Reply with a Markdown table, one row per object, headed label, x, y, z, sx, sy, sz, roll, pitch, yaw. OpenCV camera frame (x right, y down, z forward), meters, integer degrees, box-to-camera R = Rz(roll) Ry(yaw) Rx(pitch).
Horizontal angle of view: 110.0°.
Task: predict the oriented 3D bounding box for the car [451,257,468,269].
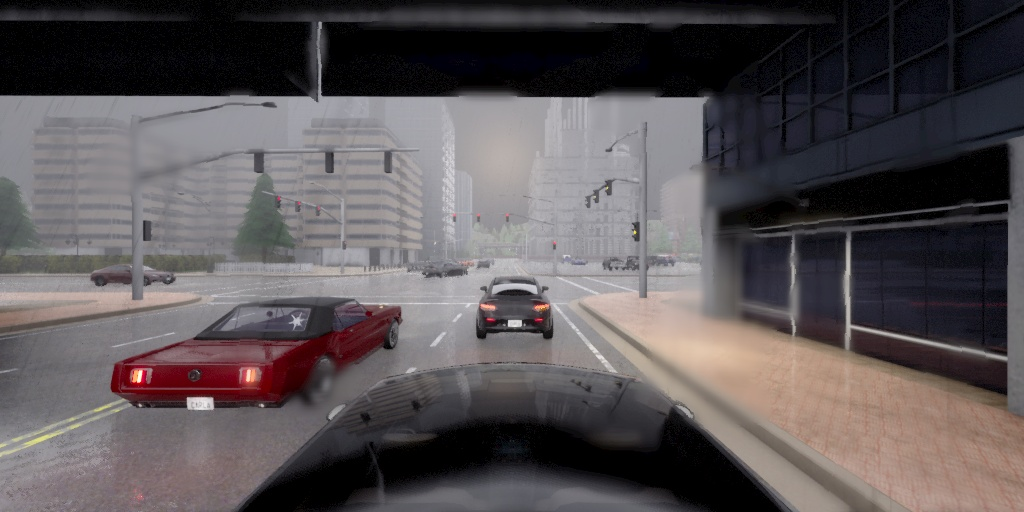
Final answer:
| label | x | y | z | sx | sy | sz | roll | pitch | yaw |
| --- | --- | --- | --- | --- | --- | --- | --- | --- | --- |
| car | -8.183 | 1.102 | 56.280 | 2.097 | 1.767 | 4.553 | 0 | 0 | 0 |

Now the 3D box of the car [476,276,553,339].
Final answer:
| label | x | y | z | sx | sy | sz | roll | pitch | yaw |
| --- | --- | --- | --- | --- | --- | --- | --- | --- | --- |
| car | 0.070 | 1.276 | 9.967 | 1.812 | 1.442 | 4.674 | 0 | 0 | 0 |

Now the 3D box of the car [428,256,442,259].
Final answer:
| label | x | y | z | sx | sy | sz | roll | pitch | yaw |
| --- | --- | --- | --- | --- | --- | --- | --- | --- | --- |
| car | -11.666 | 0.971 | 53.929 | 2.150 | 2.045 | 5.566 | 0 | 0 | -1 |

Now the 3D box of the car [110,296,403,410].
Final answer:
| label | x | y | z | sx | sy | sz | roll | pitch | yaw |
| --- | --- | --- | --- | --- | --- | --- | --- | --- | --- |
| car | -3.441 | 1.351 | 6.201 | 1.895 | 1.301 | 4.718 | 0 | 0 | 0 |

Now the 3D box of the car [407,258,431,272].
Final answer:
| label | x | y | z | sx | sy | sz | roll | pitch | yaw |
| --- | --- | --- | --- | --- | --- | --- | --- | --- | --- |
| car | -11.589 | 1.314 | 44.572 | 1.994 | 1.385 | 4.181 | 0 | 0 | 0 |

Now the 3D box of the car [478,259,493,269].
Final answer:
| label | x | y | z | sx | sy | sz | roll | pitch | yaw |
| --- | --- | --- | --- | --- | --- | --- | --- | --- | --- |
| car | -4.514 | 1.254 | 58.117 | 1.837 | 1.490 | 4.892 | 0 | 0 | 0 |

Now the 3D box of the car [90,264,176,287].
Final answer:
| label | x | y | z | sx | sy | sz | roll | pitch | yaw |
| --- | --- | --- | --- | --- | --- | --- | --- | --- | --- |
| car | -25.577 | 1.276 | 24.253 | 4.674 | 1.442 | 1.812 | 0 | 0 | 0 |

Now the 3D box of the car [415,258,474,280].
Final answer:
| label | x | y | z | sx | sy | sz | roll | pitch | yaw |
| --- | --- | --- | --- | --- | --- | --- | --- | --- | --- |
| car | -5.885 | 1.241 | 31.857 | 2.128 | 1.511 | 4.902 | 0 | 0 | 29 |
